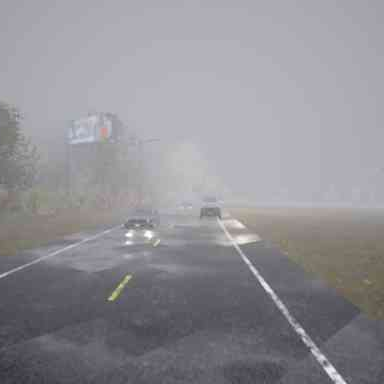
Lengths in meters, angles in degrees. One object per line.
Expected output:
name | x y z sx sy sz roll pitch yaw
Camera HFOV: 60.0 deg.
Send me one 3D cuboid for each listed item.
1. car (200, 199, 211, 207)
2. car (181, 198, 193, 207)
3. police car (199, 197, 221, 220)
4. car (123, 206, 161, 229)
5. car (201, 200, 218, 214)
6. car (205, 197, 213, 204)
car | 2.675 2.071 65.142 1.812 1.442 4.674 0 -1 5
car | -0.942 1.994 63.495 1.882 1.535 5.008 0 -1 5
police car | 1.650 1.583 30.392 1.930 1.638 5.238 0 0 2
car | -3.247 1.655 22.825 2.033 1.411 5.357 0 0 2
car | 2.096 1.718 40.238 1.882 1.535 5.008 0 -1 3
car | 4.150 2.102 80.959 1.882 1.535 5.008 0 -1 6
